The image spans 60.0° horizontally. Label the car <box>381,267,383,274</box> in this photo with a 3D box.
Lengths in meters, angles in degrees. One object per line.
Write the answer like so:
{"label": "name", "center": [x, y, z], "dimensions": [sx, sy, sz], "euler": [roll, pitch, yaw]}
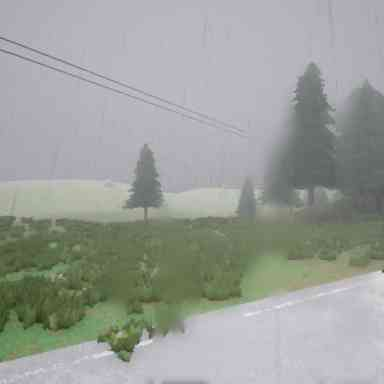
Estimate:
{"label": "car", "center": [6.583, 1.597, 7.932], "dimensions": [4.718, 1.301, 1.895], "euler": [0, -1, -33]}
